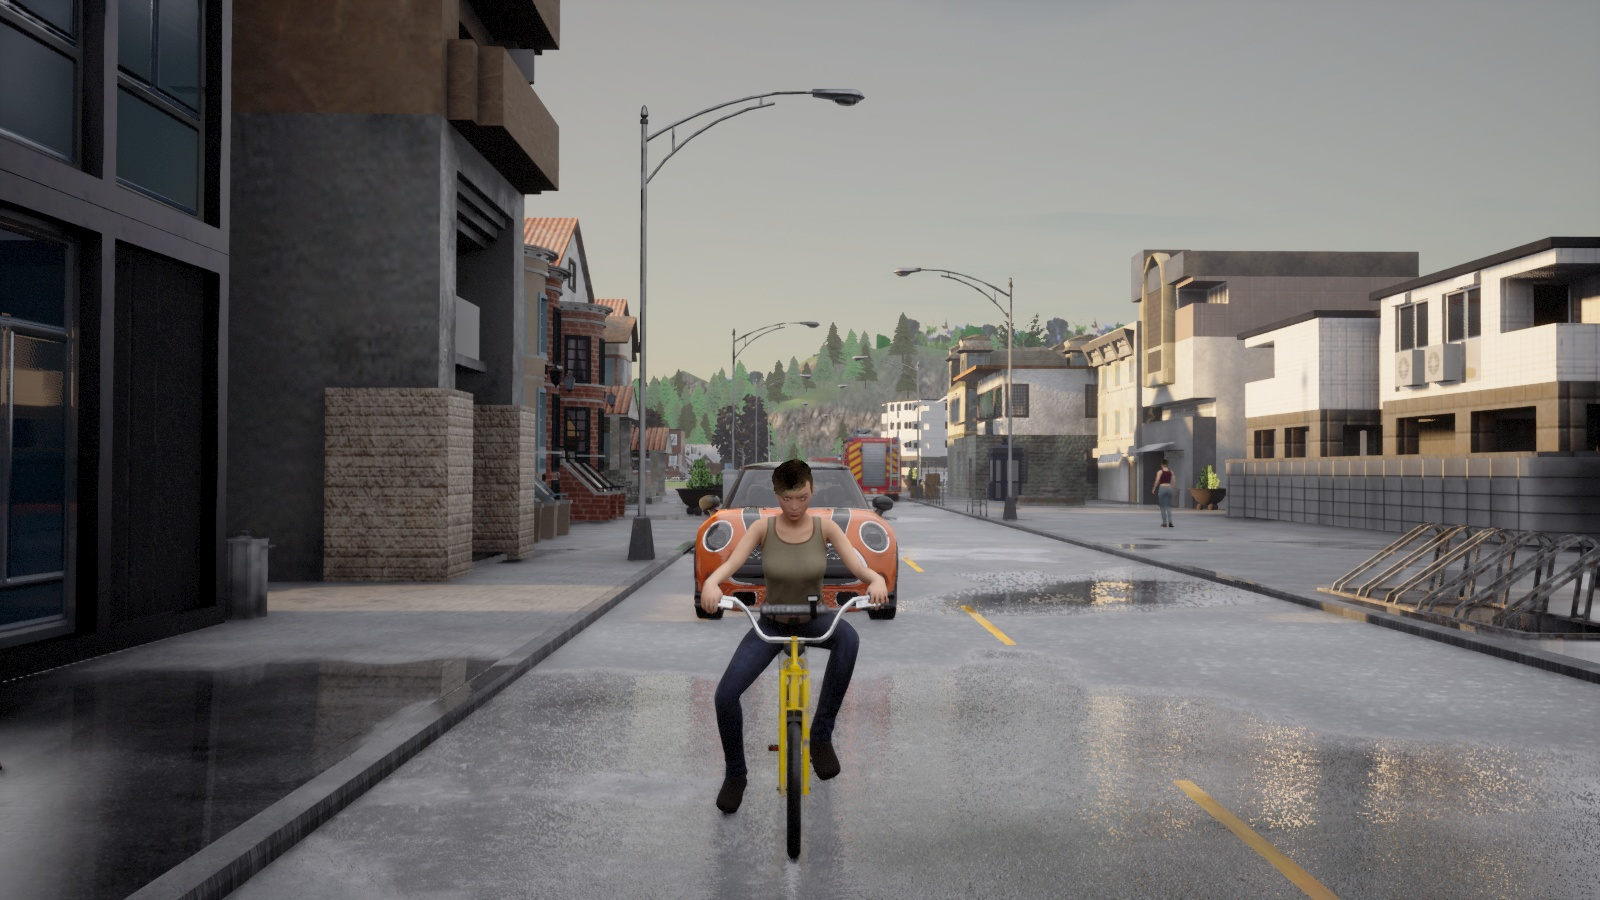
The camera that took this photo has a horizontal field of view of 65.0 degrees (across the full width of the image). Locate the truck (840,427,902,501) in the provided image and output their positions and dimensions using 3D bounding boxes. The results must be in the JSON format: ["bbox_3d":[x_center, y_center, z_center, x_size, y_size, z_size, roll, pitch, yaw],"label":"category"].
[{"bbox_3d":[3.821,0.797,69.422,2.891,3.827,8.468,0,-1,0],"label":"truck"}]

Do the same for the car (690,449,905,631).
[{"bbox_3d":[-0.038,0.917,14.551,2.097,1.767,4.553,0,-1,0],"label":"car"}]

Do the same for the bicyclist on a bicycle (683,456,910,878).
[{"bbox_3d":[-0.019,0.845,5.583,0.866,1.612,1.509,0,-1,0],"label":"bicyclist on a bicycle"}]
